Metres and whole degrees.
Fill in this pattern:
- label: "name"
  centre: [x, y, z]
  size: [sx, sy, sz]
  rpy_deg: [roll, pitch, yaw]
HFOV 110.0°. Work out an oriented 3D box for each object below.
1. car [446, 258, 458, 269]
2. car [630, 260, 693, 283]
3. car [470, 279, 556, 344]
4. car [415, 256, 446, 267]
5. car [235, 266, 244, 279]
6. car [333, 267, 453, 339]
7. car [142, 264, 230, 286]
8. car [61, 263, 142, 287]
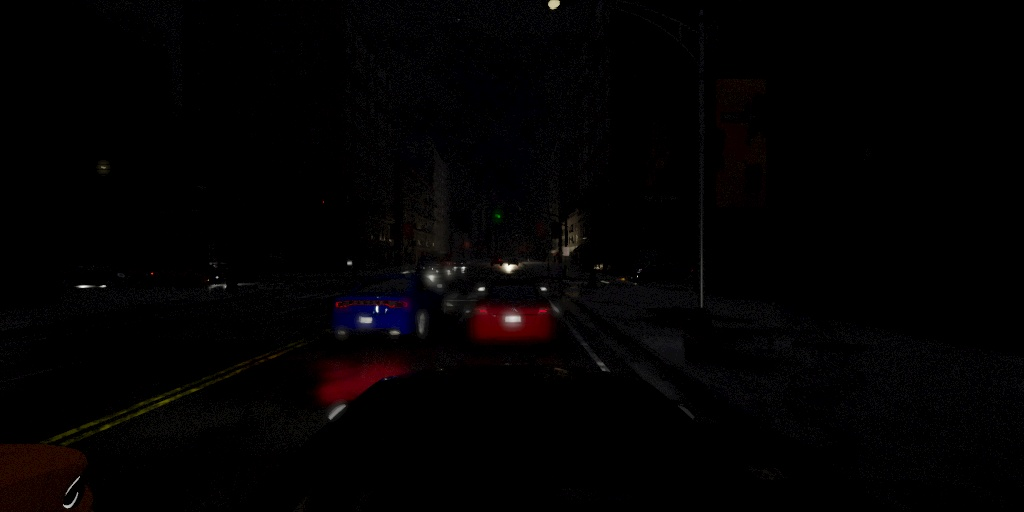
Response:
- label: "car"
  centre: [-9.688, 1.100, 52.274]
  size: [2.097, 1.767, 4.553]
  rpy_deg: [0, 0, 0]
- label: "car"
  centre: [11.629, 1.140, 28.037]
  size: [4.553, 1.767, 2.097]
  rpy_deg: [0, 0, 2]
- label: "car"
  centre: [0.028, 1.315, 9.631]
  size: [1.994, 1.385, 4.181]
  rpy_deg: [0, 0, 0]
- label: "car"
  centre: [-9.716, 0.970, 42.344]
  size: [2.150, 2.045, 5.566]
  rpy_deg: [0, 0, 0]
- label: "car"
  centre: [-25.286, 1.330, 30.497]
  size: [4.313, 1.339, 1.948]
  rpy_deg: [0, 0, 0]
- label: "car"
  centre: [-3.122, 1.228, 10.154]
  size: [1.882, 1.535, 5.008]
  rpy_deg: [0, 0, 0]
- label: "car"
  centre: [-22.526, 1.308, 24.991]
  size: [4.181, 1.385, 1.994]
  rpy_deg: [0, 0, 1]
- label: "car"
  centre: [-25.353, 1.172, 22.473]
  size: [4.097, 1.591, 1.967]
  rpy_deg: [0, 0, 0]
